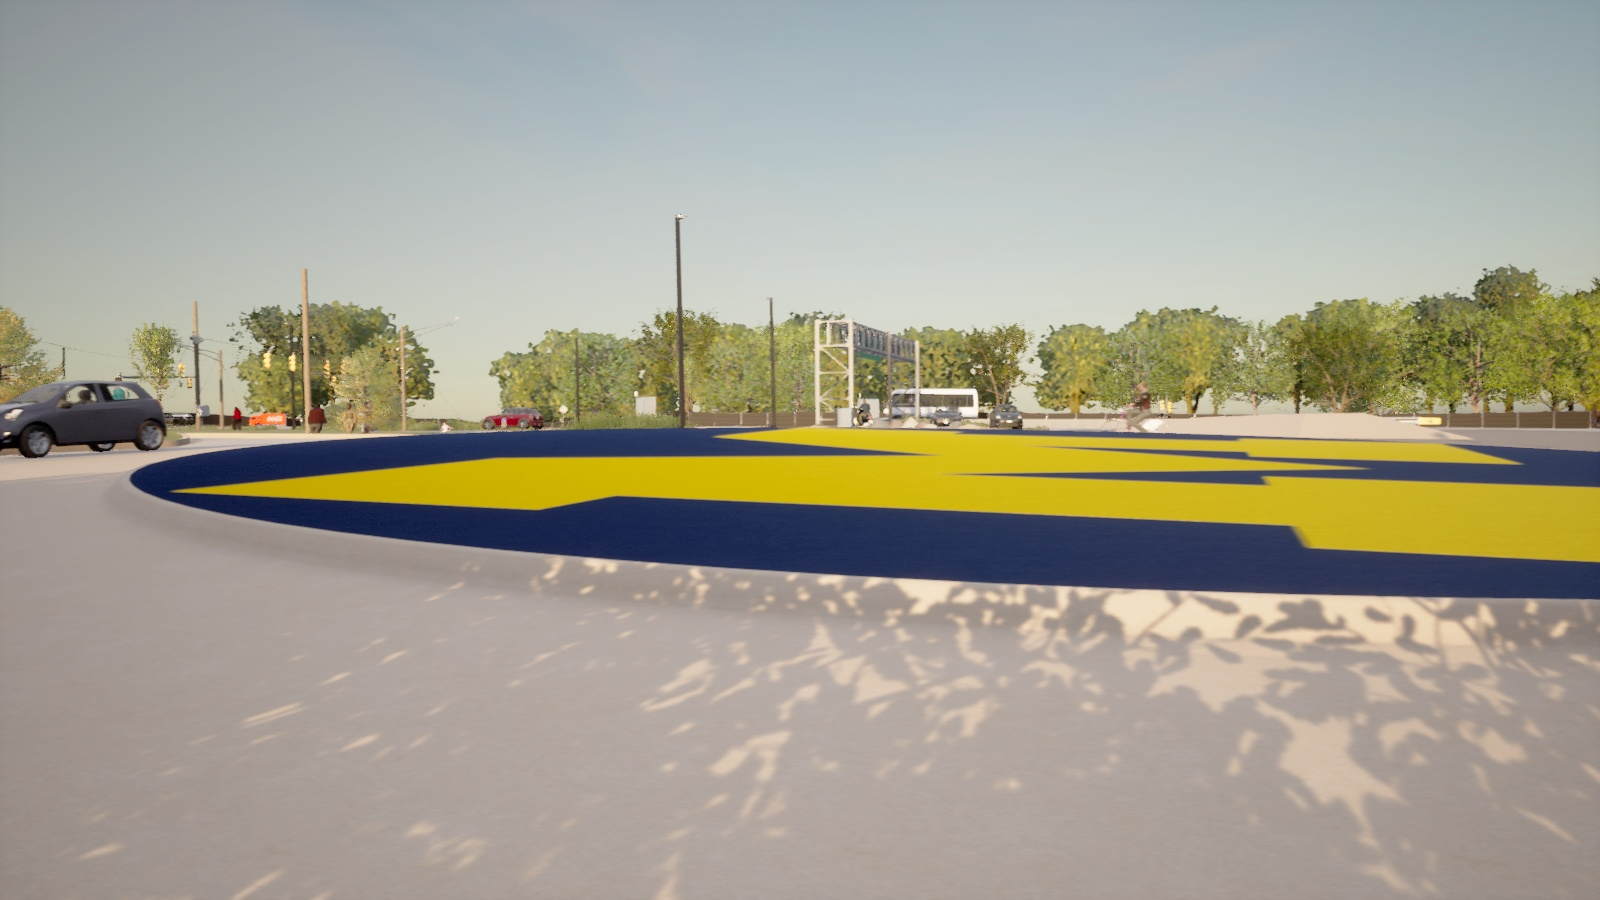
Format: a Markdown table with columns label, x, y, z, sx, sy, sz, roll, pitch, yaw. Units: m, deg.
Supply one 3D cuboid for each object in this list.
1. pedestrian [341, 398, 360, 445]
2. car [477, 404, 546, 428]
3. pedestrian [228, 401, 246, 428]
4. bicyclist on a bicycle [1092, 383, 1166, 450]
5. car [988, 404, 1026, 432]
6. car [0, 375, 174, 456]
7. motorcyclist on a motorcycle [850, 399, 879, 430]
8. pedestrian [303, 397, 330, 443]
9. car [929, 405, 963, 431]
| label | x | y | z | sx | sy | sz | roll | pitch | yaw |
| --- | --- | --- | --- | --- | --- | --- | --- | --- | --- |
| pedestrian | -18.344 | -1.160 | 51.237 | 0.396 | 1.930 | 0.692 | -1 | 1 | 10 |
| car | -21.377 | -2.519 | 93.153 | 4.553 | 1.767 | 2.097 | 0 | 1 | 20 |
| pedestrian | -38.133 | -2.402 | 85.042 | 0.899 | 1.844 | 0.634 | -1 | 1 | 24 |
| bicyclist on a bicycle | 9.098 | -0.935 | 34.799 | 1.843 | 1.776 | 0.659 | 3 | 1 | 10 |
| car | 12.626 | -1.947 | 76.855 | 1.851 | 1.617 | 3.988 | 1 | 1 | 3 |
| car | -14.868 | -0.726 | 25.303 | 1.845 | 1.501 | 3.633 | -1 | 3 | 23 |
| motorcyclist on a motorcycle | 3.389 | -1.884 | 66.583 | 0.866 | 1.590 | 1.817 | -1 | 2 | -21 |
| pedestrian | -19.546 | -1.205 | 50.755 | 0.634 | 1.844 | 0.899 | -1 | 1 | 6 |
| car | 9.239 | -2.011 | 79.296 | 2.007 | 1.525 | 4.514 | 1 | 1 | 7 |
